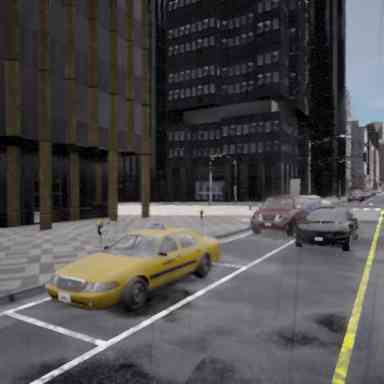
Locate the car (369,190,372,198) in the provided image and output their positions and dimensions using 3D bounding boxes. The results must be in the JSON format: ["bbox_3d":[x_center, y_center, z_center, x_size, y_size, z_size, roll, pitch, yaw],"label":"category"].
[{"bbox_3d":[38.508,0.875,74.345,1.947,1.339,4.313,0,0,31],"label":"car"}]

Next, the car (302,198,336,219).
[{"bbox_3d":[10.314,1.267,26.765,1.752,1.417,4.829,0,0,31],"label":"car"}]

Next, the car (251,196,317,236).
[{"bbox_3d":[4.765,1.151,17.406,2.192,1.841,5.009,0,0,31],"label":"car"}]

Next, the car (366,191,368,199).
[{"bbox_3d":[29.877,0.746,59.779,2.192,1.841,5.009,0,0,31],"label":"car"}]

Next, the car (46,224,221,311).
[{"bbox_3d":[-0.954,1.460,7.756,1.752,1.417,4.829,0,0,31],"label":"car"}]

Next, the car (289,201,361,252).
[{"bbox_3d":[5.672,1.343,13.694,1.882,1.535,5.008,0,1,31],"label":"car"}]

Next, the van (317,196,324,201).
[{"bbox_3d":[7.583,1.128,22.158,1.690,1.788,3.998,0,0,31],"label":"van"}]

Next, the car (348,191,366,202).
[{"bbox_3d":[27.000,0.790,54.924,2.192,1.841,5.009,0,0,31],"label":"car"}]

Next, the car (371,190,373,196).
[{"bbox_3d":[41.298,0.799,79.053,1.752,1.417,4.829,0,0,31],"label":"car"}]
